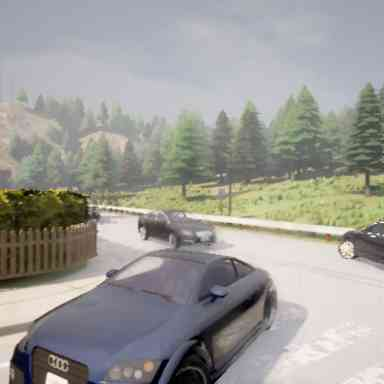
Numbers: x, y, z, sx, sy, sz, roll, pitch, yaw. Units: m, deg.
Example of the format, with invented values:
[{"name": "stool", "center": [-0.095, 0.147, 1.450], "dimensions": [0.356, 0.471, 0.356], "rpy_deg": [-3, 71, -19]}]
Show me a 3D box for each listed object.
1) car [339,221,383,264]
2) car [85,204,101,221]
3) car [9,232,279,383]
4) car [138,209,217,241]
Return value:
[{"name": "car", "center": [6.359, 1.610, 10.080], "dimensions": [1.837, 1.490, 4.892], "rpy_deg": [3, 0, -3]}, {"name": "car", "center": [-8.711, 1.579, 26.142], "dimensions": [1.994, 1.385, 4.181], "rpy_deg": [1, 0, -36]}, {"name": "car", "center": [-0.217, 1.579, 4.751], "dimensions": [1.994, 1.385, 4.181], "rpy_deg": [0, 0, 31]}, {"name": "car", "center": [-0.793, 1.542, 14.871], "dimensions": [2.128, 1.511, 4.902], "rpy_deg": [1, 0, -33]}]
